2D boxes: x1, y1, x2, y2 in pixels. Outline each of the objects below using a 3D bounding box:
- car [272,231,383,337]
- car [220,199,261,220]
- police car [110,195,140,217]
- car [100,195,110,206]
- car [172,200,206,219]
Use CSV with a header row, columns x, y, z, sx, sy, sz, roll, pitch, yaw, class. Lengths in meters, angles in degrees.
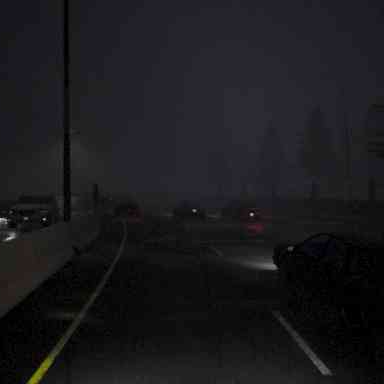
x,y,z,sx,sy,sz,roll,pitch,yaw,class
3.232,1.490,6.547,2.033,1.411,5.357,0,0,-4,car
3.611,1.304,25.565,1.837,1.490,4.892,0,0,-14,car
-5.792,1.221,28.942,1.930,1.638,5.238,0,0,-17,police car
-11.425,1.170,46.080,2.128,1.511,4.902,0,0,-29,car
-0.343,1.363,26.829,1.994,1.385,4.181,0,0,-15,car
